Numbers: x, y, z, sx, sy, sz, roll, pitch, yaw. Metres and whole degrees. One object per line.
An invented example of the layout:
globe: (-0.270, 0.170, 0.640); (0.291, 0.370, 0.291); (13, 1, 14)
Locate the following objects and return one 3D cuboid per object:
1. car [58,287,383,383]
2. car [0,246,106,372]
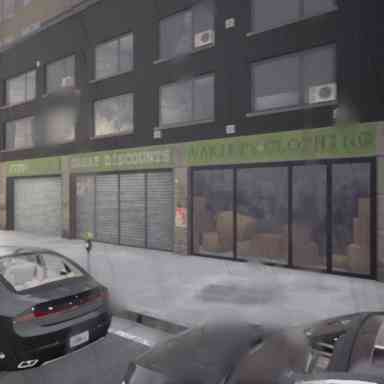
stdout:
car: (1.362, 1.551, 2.116); (4.403, 1.369, 2.008); (0, 0, 35)
car: (-3.146, 1.549, 5.307); (4.403, 1.369, 2.008); (0, 0, 35)
